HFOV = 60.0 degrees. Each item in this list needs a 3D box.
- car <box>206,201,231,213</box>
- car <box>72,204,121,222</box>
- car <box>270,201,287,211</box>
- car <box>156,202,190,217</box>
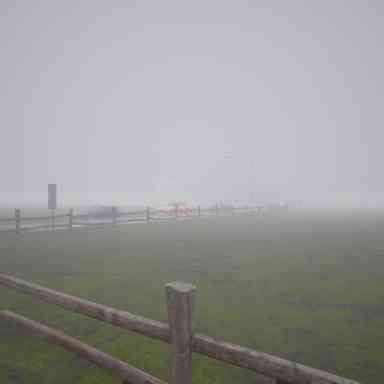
[{"bbox_3d":[3.900,2.142,48.019,2.097,1.767,4.553,-1,-1,36],"label":"car"},{"bbox_3d":[-8.692,1.892,30.247,2.128,1.511,4.902,-1,-2,35],"label":"car"},{"bbox_3d":[15.478,2.406,59.372,2.097,1.767,4.553,-1,-1,37],"label":"car"},{"bbox_3d":[-2.214,1.953,39.412,2.097,1.767,4.553,-1,-1,35],"label":"car"}]
